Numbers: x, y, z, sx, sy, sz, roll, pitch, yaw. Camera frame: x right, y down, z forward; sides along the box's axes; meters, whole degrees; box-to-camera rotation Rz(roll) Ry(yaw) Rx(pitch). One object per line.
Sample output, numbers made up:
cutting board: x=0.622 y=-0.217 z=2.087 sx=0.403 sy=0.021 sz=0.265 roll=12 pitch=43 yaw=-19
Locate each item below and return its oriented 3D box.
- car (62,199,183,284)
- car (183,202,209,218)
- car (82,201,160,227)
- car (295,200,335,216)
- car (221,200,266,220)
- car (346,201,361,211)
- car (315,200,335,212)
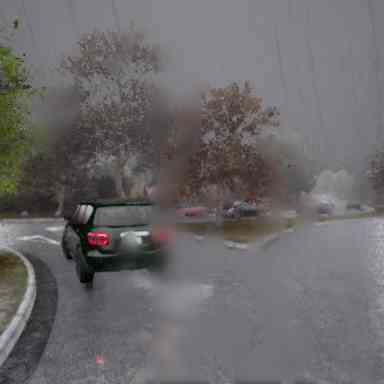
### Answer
car: x=-2.479 y=1.214 z=9.953 sx=2.150 sy=2.045 sz=5.566 roll=0 pitch=0 yaw=-26
car: x=-0.567 y=1.611 z=29.360 sx=4.181 sy=1.385 sz=1.994 roll=1 pitch=0 yaw=-34
car: x=-4.941 y=1.481 z=23.204 sx=5.008 sy=1.535 sz=1.882 roll=0 pitch=0 yaw=-28
car: x=13.171 y=1.792 z=35.403 sx=5.357 sy=1.411 sz=2.033 roll=1 pitch=-1 yaw=-41
car: x=4.221 y=1.438 z=28.729 sx=4.553 sy=1.767 sz=2.097 roll=1 pitch=0 yaw=-35
car: x=23.414 y=1.962 z=48.156 sx=1.895 sy=1.301 sz=4.718 roll=0 pitch=0 yaw=28
car: x=18.610 y=1.876 z=46.450 sx=1.812 sy=1.442 sz=4.674 roll=0 pitch=0 yaw=32
